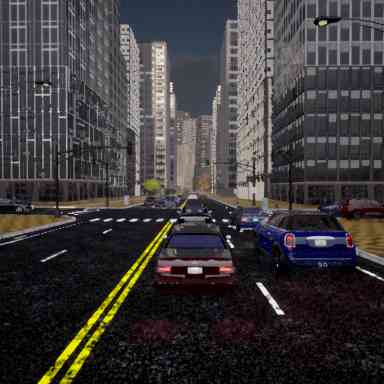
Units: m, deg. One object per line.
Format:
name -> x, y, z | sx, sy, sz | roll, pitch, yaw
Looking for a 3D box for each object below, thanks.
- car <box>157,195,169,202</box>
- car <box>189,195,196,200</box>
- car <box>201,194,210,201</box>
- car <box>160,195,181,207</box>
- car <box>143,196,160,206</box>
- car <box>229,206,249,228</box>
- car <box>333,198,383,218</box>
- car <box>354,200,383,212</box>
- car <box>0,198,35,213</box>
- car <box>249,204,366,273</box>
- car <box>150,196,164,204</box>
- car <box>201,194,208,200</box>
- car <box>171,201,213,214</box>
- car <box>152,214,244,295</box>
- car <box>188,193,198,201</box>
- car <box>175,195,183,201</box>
car -> -6.327, 1.478, 72.933 | 2.033, 1.411, 5.357 | 0, 0, 0
car -> 0.222, 1.503, 93.031 | 1.895, 1.301, 4.718 | 0, 0, 0
car -> 3.449, 1.518, 83.529 | 1.895, 1.301, 4.718 | 0, 0, 0
car -> -3.201, 1.317, 50.541 | 2.097, 1.767, 4.553 | 0, 0, -1
car -> -6.469, 1.468, 52.383 | 1.837, 1.490, 4.892 | 0, 0, 0
car -> 3.398, 1.537, 20.277 | 2.033, 1.411, 5.357 | 0, 0, 0
car -> 16.274, 1.519, 30.880 | 5.009, 1.841, 2.192 | 1, 0, 1
car -> 21.903, 1.642, 39.153 | 4.829, 1.417, 1.752 | 1, 0, 1
car -> -18.747, 1.340, 34.127 | 4.902, 1.511, 2.128 | 1, 1, 1
car -> 3.374, 1.348, 10.828 | 2.097, 1.767, 4.553 | 0, 0, 0
car -> -6.412, 1.499, 62.263 | 2.033, 1.411, 5.357 | 0, 0, 0
car -> 3.473, 1.407, 93.348 | 1.837, 1.490, 4.892 | 0, 0, 0
car -> 0.144, 1.482, 18.714 | 2.128, 1.511, 4.902 | 0, 0, 0
car -> 0.114, 1.544, 8.864 | 2.033, 1.411, 5.357 | 0, 0, 1
car -> 0.197, 1.149, 82.695 | 2.150, 2.045, 5.566 | 0, 0, 0
car -> -3.061, 1.429, 79.515 | 1.837, 1.490, 4.892 | 0, 0, 0
